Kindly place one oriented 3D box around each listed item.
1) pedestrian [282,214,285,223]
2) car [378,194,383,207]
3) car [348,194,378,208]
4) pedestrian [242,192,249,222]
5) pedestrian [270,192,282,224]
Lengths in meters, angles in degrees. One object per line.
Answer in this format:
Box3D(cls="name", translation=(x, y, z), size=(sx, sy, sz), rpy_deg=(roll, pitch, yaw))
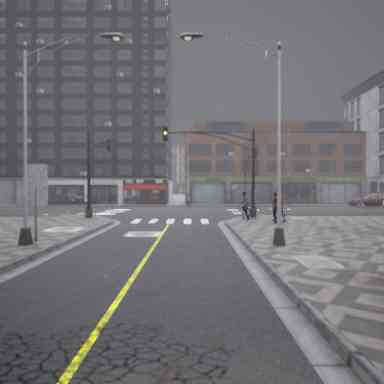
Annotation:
Box3D(cls="pedestrian", translation=(5.058, 0.880, 19.478), size=(0.375, 1.860, 0.375), rpy_deg=(0, 0, 0))
Box3D(cls="car", translation=(22.587, 0.744, 33.848), size=(5.566, 2.045, 2.150), rpy_deg=(0, 0, 0))
Box3D(cls="car", translation=(20.085, 0.989, 37.104), size=(5.008, 1.535, 1.882), rpy_deg=(0, 0, 0))
Box3D(cls="pedestrian", translation=(3.200, 0.878, 20.085), size=(0.375, 1.860, 0.375), rpy_deg=(0, 0, 0))
Box3D(cls="pedestrian", translation=(4.701, 0.891, 18.880), size=(0.375, 1.860, 0.375), rpy_deg=(0, 0, 0))
